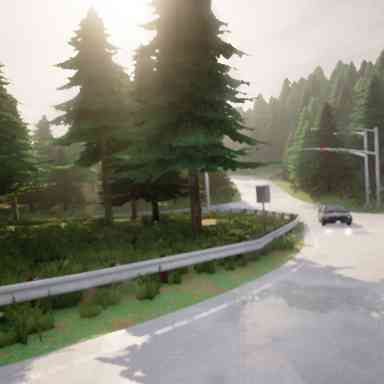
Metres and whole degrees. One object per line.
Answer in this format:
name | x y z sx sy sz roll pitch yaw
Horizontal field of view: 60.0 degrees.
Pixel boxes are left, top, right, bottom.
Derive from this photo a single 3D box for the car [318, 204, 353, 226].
car | 9.964 1.544 23.531 2.033 1.411 5.357 -3 -1 17
